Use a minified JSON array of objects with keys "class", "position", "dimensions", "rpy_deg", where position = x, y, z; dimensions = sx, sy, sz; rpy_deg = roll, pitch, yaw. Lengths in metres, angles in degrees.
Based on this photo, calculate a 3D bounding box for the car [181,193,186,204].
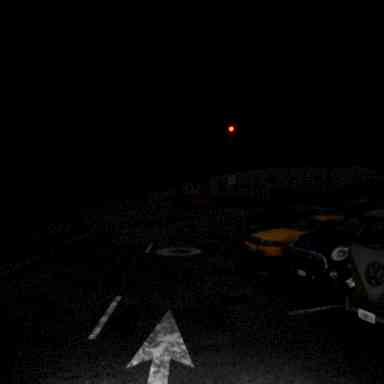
[{"class":"car","position":[1.510,1.432,58.469],"dimensions":[5.566,2.045,2.435],"rpy_deg":[1,0,-27]}]

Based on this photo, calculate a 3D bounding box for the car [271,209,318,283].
[{"class":"car","position":[4.704,1.357,8.715],"dimensions":[4.553,1.767,2.185],"rpy_deg":[1,0,-21]}]

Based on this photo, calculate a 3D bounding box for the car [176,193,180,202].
[{"class":"car","position":[0.115,1.415,70.438],"dimensions":[5.566,2.045,2.435],"rpy_deg":[1,0,-27]}]

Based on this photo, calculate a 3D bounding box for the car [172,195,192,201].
[{"class":"car","position":[-2.709,1.694,94.333],"dimensions":[5.366,1.575,1.946],"rpy_deg":[1,-1,-27]}]

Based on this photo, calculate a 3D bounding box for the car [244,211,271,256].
[{"class":"car","position":[4.431,1.477,11.656],"dimensions":[5.366,1.575,1.946],"rpy_deg":[1,0,-22]}]

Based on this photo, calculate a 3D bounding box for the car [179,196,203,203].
[{"class":"car","position":[-0.257,1.693,73.419],"dimensions":[4.792,1.488,2.163],"rpy_deg":[1,0,-27]}]

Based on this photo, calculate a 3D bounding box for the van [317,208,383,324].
[{"class":"van","position":[4.620,1.255,5.641],"dimensions":[4.442,1.987,1.878],"rpy_deg":[1,0,-21]}]

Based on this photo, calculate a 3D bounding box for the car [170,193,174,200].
[{"class":"car","position":[-2.108,1.422,88.311],"dimensions":[5.566,2.045,2.435],"rpy_deg":[1,-1,-27]}]

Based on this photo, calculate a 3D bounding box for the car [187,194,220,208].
[{"class":"car","position":[2.167,1.566,52.490],"dimensions":[4.553,1.767,2.185],"rpy_deg":[1,0,-26]}]

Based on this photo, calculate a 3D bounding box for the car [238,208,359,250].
[{"class":"car","position":[4.699,1.518,14.705],"dimensions":[4.792,1.488,2.163],"rpy_deg":[1,0,-22]}]

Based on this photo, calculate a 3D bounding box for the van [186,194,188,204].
[{"class":"van","position":[1.772,1.461,55.441],"dimensions":[4.442,1.987,1.878],"rpy_deg":[1,0,-27]}]
